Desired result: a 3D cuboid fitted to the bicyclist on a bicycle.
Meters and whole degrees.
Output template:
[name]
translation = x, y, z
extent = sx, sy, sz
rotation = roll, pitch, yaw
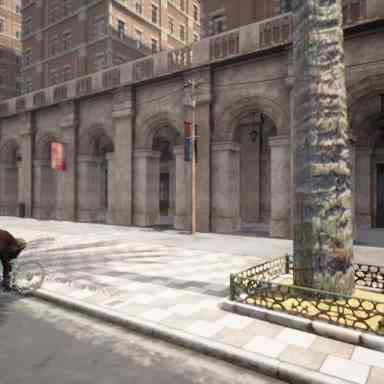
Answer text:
[bicyclist on a bicycle]
translation = -3.723, 1.377, 6.536
extent = 0.582, 1.620, 1.656
rotation = 0, 7, 35
